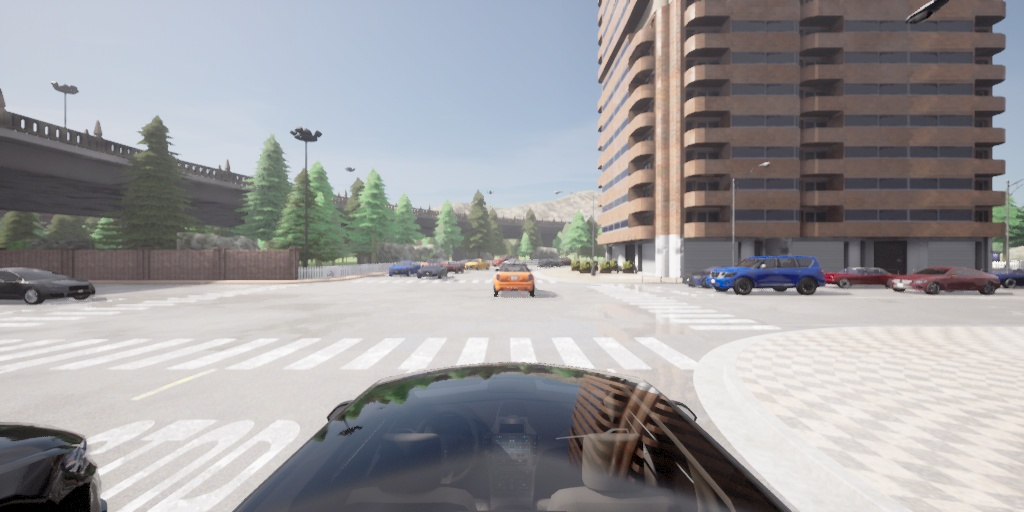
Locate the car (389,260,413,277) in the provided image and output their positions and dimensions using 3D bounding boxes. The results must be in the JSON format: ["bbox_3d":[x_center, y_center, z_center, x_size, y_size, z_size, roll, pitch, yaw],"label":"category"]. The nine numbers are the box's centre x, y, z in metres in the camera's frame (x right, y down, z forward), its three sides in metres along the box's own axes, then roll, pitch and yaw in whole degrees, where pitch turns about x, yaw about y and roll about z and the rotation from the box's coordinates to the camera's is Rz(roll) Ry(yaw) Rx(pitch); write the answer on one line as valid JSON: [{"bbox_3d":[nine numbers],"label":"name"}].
[{"bbox_3d":[-10.365,1.196,34.961,1.882,1.535,5.008,0,0,2],"label":"car"}]

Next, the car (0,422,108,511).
[{"bbox_3d":[-3.400,1.243,0.126,2.128,1.511,4.902,0,0,0],"label":"car"}]

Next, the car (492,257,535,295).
[{"bbox_3d":[0.108,1.126,19.916,2.097,1.767,4.553,0,0,0],"label":"car"}]

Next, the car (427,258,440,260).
[{"bbox_3d":[-9.657,1.062,43.953,2.097,1.767,4.553,0,0,11],"label":"car"}]

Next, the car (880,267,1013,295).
[{"bbox_3d":[23.336,1.315,19.389,4.674,1.442,1.812,0,0,0],"label":"car"}]

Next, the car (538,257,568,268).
[{"bbox_3d":[6.447,1.187,59.660,4.902,1.511,2.128,0,0,-42],"label":"car"}]

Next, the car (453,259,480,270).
[{"bbox_3d":[-6.774,1.227,53.683,1.812,1.442,4.674,0,0,25],"label":"car"}]

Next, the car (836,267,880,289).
[{"bbox_3d":[21.982,1.386,22.902,4.718,1.301,1.895,0,0,0],"label":"car"}]

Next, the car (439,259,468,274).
[{"bbox_3d":[-6.711,1.314,40.566,1.895,1.301,4.718,0,0,5],"label":"car"}]

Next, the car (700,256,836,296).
[{"bbox_3d":[13.654,1.011,19.422,5.566,2.045,2.150,0,0,0],"label":"car"}]

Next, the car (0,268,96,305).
[{"bbox_3d":[-21.431,1.297,15.794,4.892,1.490,1.837,0,0,0],"label":"car"}]

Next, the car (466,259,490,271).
[{"bbox_3d":[-4.746,1.183,49.500,1.882,1.535,5.008,0,0,21],"label":"car"}]

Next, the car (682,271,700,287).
[{"bbox_3d":[13.222,1.349,22.938,4.181,1.385,1.994,0,0,-1],"label":"car"}]

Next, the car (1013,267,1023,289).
[{"bbox_3d":[32.139,1.386,22.858,4.718,1.301,1.895,0,0,0],"label":"car"}]

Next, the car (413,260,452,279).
[{"bbox_3d":[-6.984,1.286,31.810,1.994,1.385,4.181,0,0,1],"label":"car"}]
